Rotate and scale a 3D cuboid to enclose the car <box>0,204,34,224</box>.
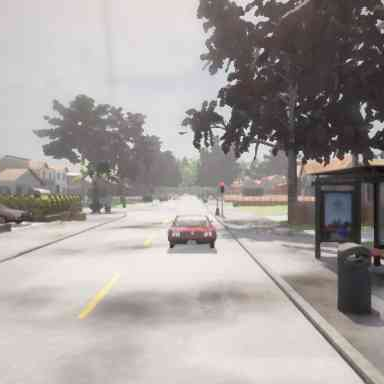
[{"bbox_3d":[-12.884,1.354,20.750,5.357,1.415,2.033,0,0,3],"label":"car"}]

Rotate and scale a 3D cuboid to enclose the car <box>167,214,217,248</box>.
[{"bbox_3d":[0.000,1.615,14.680,1.895,1.301,4.718,0,0,0],"label":"car"}]

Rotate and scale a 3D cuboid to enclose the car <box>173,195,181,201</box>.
[{"bbox_3d":[-4.000,1.517,88.105,1.812,1.442,4.674,0,0,0],"label":"car"}]
